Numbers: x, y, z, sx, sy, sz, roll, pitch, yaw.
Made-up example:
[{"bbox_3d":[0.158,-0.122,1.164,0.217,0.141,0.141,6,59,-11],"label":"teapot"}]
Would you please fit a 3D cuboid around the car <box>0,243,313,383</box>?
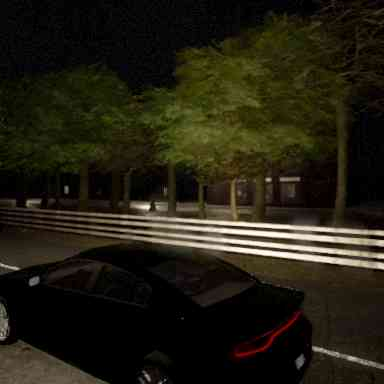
[{"bbox_3d":[-0.961,1.475,4.674,5.008,1.535,1.882,0,0,35],"label":"car"}]
